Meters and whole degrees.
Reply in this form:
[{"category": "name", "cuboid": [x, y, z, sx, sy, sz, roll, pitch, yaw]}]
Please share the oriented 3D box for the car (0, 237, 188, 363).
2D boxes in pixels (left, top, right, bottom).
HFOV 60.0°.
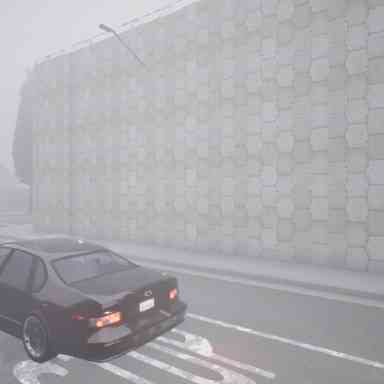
[{"category": "car", "cuboid": [-2.648, 1.547, 5.865, 5.357, 1.411, 2.033, 0, 0, 35]}]
